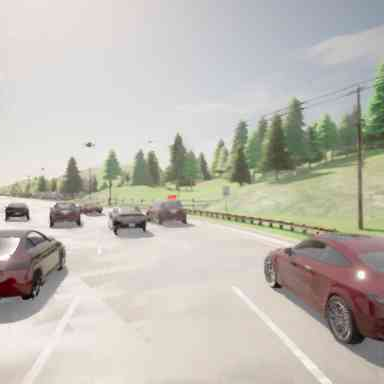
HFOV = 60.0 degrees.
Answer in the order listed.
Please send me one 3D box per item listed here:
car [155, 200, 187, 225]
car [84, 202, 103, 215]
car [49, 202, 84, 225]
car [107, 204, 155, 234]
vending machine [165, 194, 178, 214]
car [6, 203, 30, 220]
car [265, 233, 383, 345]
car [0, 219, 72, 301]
[{"bbox_3d":[-1.991,1.403,24.851,2.097,1.767,4.553,-1,0,-20],"label":"car"},{"bbox_3d":[-11.238,1.788,36.542,1.895,1.301,4.718,-1,0,-29],"label":"car"},{"bbox_3d":[-9.643,1.507,25.238,2.097,1.767,4.553,-1,0,-22],"label":"car"},{"bbox_3d":[-3.950,1.564,19.996,2.128,1.511,4.902,-1,0,-18],"label":"car"},{"bbox_3d":[-2.208,1.261,35.791,1.100,2.100,0.880,-1,0,-27],"label":"vending machine"},{"bbox_3d":[-16.400,1.729,31.344,1.882,1.535,5.008,-1,0,-28],"label":"car"},{"bbox_3d":[2.883,1.493,6.263,1.812,1.442,4.674,-1,0,-7],"label":"car"},{"bbox_3d":[-4.556,1.634,8.429,1.994,1.385,4.181,-1,0,-10],"label":"car"}]
